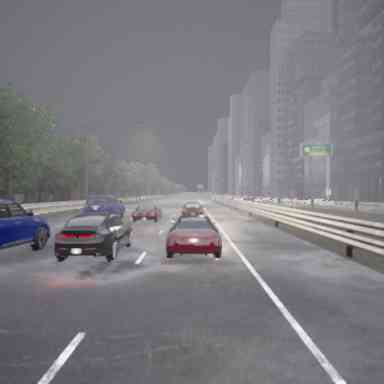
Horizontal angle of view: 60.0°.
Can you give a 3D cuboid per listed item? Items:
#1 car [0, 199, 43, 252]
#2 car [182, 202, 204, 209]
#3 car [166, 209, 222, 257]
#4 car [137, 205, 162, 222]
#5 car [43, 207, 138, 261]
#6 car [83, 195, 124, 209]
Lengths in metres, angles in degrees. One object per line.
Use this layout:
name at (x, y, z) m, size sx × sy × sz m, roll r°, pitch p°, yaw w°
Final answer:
car at (-6.949, 1.235, 11.265) m, size 2.150 × 2.045 × 5.566 m, roll 0°, pitch 0°, yaw 2°
car at (0.077, 1.580, 28.654) m, size 1.812 × 1.442 × 4.674 m, roll 0°, pitch 0°, yaw 0°
car at (0.073, 1.583, 13.064) m, size 1.994 × 1.385 × 4.181 m, roll 0°, pitch 0°, yaw 0°
car at (-3.437, 1.649, 26.270) m, size 1.895 × 1.301 × 4.718 m, roll 0°, pitch 0°, yaw 0°
car at (-3.431, 1.522, 12.311) m, size 1.837 × 1.490 × 4.892 m, roll 0°, pitch 0°, yaw 0°
car at (-6.934, 1.273, 26.654) m, size 2.150 × 2.045 × 5.566 m, roll 0°, pitch 0°, yaw 1°
